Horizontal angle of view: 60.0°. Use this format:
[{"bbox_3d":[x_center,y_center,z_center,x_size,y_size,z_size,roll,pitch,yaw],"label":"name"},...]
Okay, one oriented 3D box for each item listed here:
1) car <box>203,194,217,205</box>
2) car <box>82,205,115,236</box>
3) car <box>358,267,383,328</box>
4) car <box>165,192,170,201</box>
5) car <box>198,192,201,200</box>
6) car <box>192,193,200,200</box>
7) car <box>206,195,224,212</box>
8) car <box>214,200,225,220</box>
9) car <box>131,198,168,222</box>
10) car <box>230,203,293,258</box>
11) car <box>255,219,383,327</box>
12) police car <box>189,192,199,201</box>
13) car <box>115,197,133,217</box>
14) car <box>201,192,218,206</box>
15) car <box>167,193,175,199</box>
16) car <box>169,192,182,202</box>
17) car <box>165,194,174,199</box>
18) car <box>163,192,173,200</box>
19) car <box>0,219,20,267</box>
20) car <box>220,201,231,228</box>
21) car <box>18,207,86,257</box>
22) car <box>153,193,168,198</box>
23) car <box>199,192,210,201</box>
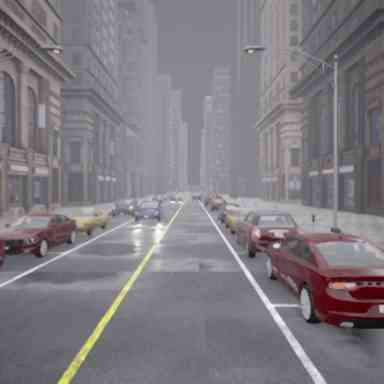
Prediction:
[{"bbox_3d":[2.779,1.173,51.749,1.967,1.590,4.097,0,0,0],"label":"car"},{"bbox_3d":[-5.759,1.432,17.965,1.752,1.417,4.829,0,0,0],"label":"car"},{"bbox_3d":[2.760,1.537,1.334,1.887,1.381,4.507,0,0,0],"label":"car"},{"bbox_3d":[-5.740,1.200,68.554,2.008,1.369,4.403,0,0,0],"label":"car"},{"bbox_3d":[2.785,1.173,68.724,1.752,1.417,4.829,0,0,0],"label":"car"},{"bbox_3d":[0.930,1.098,79.753,1.837,1.490,4.892,0,0,0],"label":"car"},{"bbox_3d":[2.773,1.363,34.945,1.887,1.381,4.507,0,0,0],"label":"car"},{"bbox_3d":[2.769,1.458,23.742,1.802,1.307,4.206,0,0,0],"label":"car"},{"bbox_3d":[-3.090,1.396,24.896,1.812,1.442,4.674,0,0,0],"label":"car"},{"bbox_3d":[2.764,1.374,12.538,1.967,1.590,4.097,0,0,0],"label":"car"},{"bbox_3d":[2.762,1.508,6.937,1.887,1.381,4.507,0,0,0],"label":"car"},{"bbox_3d":[0.926,1.068,69.862,1.930,1.638,5.238,0,0,0],"label":"police car"},{"bbox_3d":[-5.755,1.288,29.339,1.967,1.590,4.097,0,0,0],"label":"car"},{"bbox_3d":[2.776,1.076,46.147,2.192,1.841,5.009,0,0,0],"label":"car"},{"bbox_3d":[-5.732,0.978,90.962,1.967,1.590,4.097,0,0,0],"label":"car"},{"bbox_3d":[-2.986,1.184,66.353,1.812,1.442,4.674,0,0,0],"label":"car"},{"bbox_3d":[-5.733,1.132,85.360,1.947,1.339,4.313,0,0,0],"label":"car"},{"bbox_3d":[-5.736,0.909,79.757,2.192,1.841,5.009,0,0,0],"label":"car"},{"bbox_3d":[-5.763,1.509,6.931,1.887,1.381,4.507,0,0,0],"label":"car"},{"bbox_3d":[2.766,1.430,18.310,1.752,1.417,4.829,0,0,0],"label":"car"},{"bbox_3d":[-5.761,1.480,12.533,1.887,1.381,4.507,0,0,0],"label":"car"},{"bbox_3d":[-5.744,1.251,57.349,1.887,1.381,4.507,0,0,0],"label":"car"},{"bbox_3d":[2.787,0.936,74.156,2.192,1.841,5.009,0,0,0],"label":"car"}]
